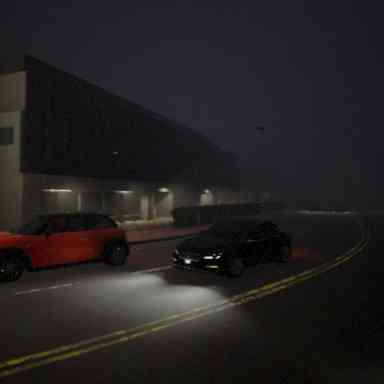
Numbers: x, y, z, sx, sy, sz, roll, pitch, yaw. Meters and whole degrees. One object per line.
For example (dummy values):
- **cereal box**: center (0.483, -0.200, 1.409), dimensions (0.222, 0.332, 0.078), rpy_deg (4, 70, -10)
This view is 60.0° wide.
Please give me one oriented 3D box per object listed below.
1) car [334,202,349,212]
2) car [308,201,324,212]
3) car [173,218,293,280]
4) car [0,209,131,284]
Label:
- **car**: center (22.526, 2.251, 50.118), dimensions (1.812, 1.442, 4.674), rpy_deg (0, -1, 25)
- **car**: center (19.163, 2.198, 51.195), dimensions (1.837, 1.490, 4.892), rpy_deg (0, -1, 25)
- **car**: center (1.515, 1.624, 10.611), dimensions (1.837, 1.490, 4.892), rpy_deg (1, 0, 42)
- **car**: center (-4.197, 1.414, 9.962), dimensions (4.553, 1.767, 2.097), rpy_deg (1, -1, -42)
